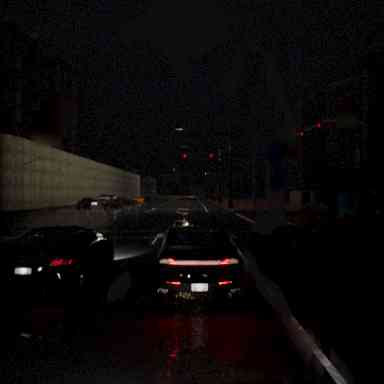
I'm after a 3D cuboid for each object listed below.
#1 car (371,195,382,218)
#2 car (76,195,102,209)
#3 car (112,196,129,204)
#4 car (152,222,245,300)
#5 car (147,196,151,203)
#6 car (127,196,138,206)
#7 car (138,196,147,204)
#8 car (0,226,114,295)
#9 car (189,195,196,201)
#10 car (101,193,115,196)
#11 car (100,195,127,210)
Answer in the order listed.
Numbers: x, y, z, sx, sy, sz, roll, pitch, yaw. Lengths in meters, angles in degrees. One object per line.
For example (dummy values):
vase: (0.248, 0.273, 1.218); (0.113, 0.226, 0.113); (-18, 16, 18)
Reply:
car: (15.151, 1.241, 28.549); (5.566, 2.045, 2.150); (0, 0, 0)
car: (-14.009, 1.534, 44.732); (1.837, 1.490, 4.892); (0, 0, 0)
car: (-13.905, 1.590, 65.211); (2.033, 1.411, 5.357); (0, 0, 1)
car: (0.099, 1.497, 8.387); (2.128, 1.511, 4.902); (0, 0, -1)
car: (-10.365, 1.521, 74.066); (1.882, 1.535, 5.008); (0, 0, 0)
car: (-10.487, 1.636, 53.804); (1.895, 1.301, 4.718); (0, 0, 0)
car: (-10.429, 1.519, 63.906); (1.882, 1.535, 5.008); (0, 0, 1)
car: (-3.409, 1.570, 8.743); (1.994, 1.385, 4.181); (0, 0, 0)
car: (0.155, 1.580, 84.938); (2.128, 1.511, 4.902); (0, 0, 0)
car: (-13.992, 1.257, 54.586); (2.150, 2.045, 5.566); (0, 0, 1)
car: (-10.510, 1.555, 44.696); (1.812, 1.442, 4.674); (0, 0, 0)
